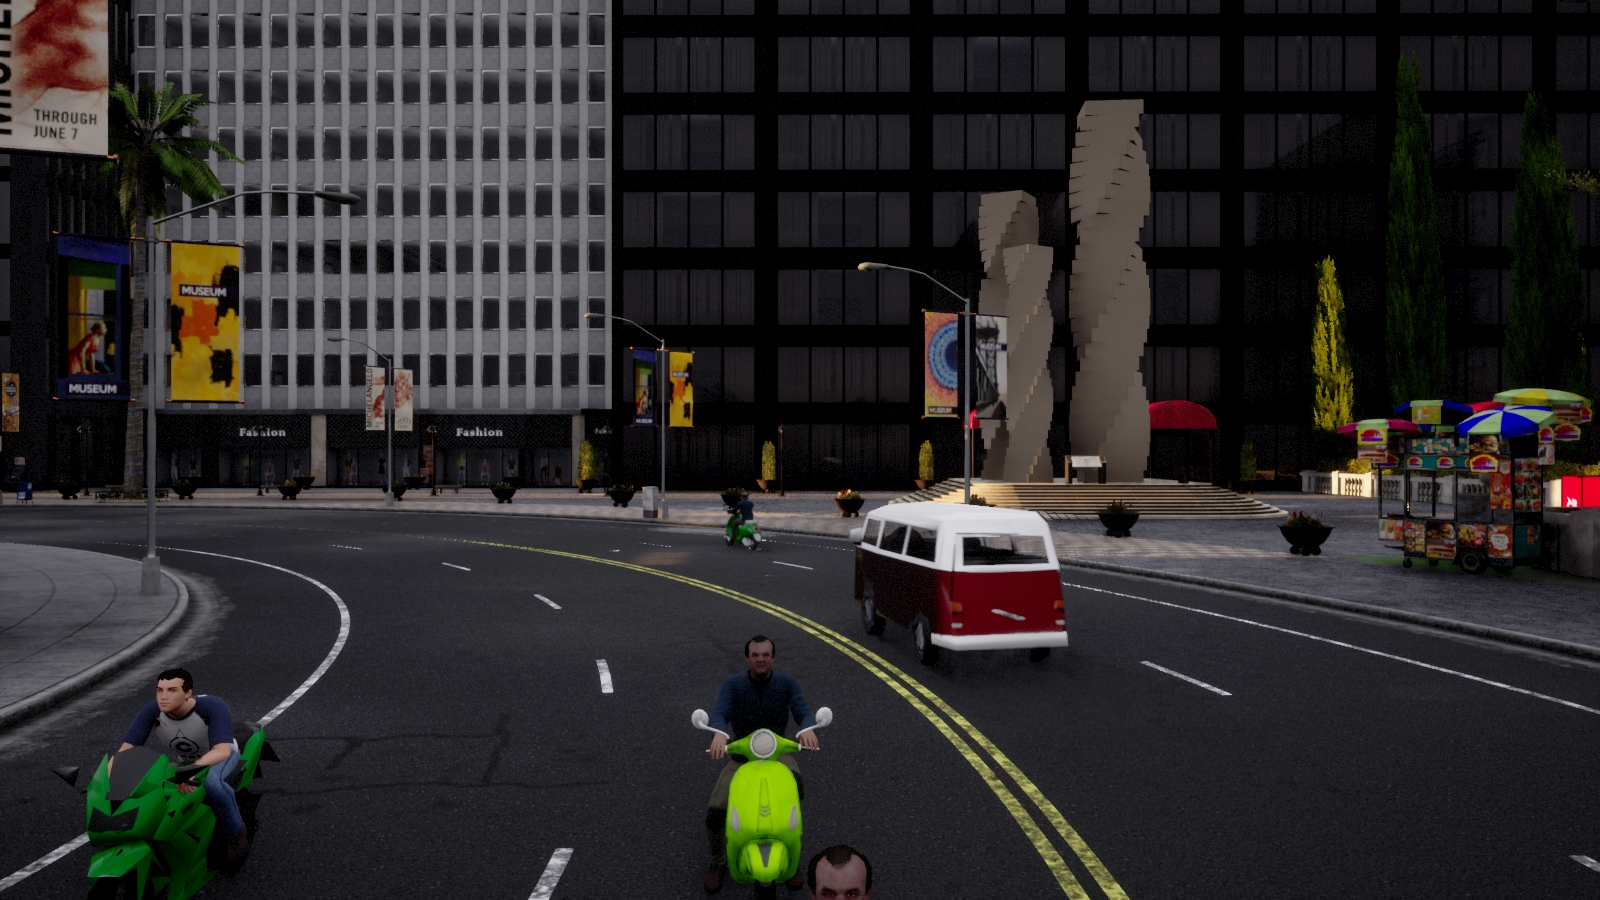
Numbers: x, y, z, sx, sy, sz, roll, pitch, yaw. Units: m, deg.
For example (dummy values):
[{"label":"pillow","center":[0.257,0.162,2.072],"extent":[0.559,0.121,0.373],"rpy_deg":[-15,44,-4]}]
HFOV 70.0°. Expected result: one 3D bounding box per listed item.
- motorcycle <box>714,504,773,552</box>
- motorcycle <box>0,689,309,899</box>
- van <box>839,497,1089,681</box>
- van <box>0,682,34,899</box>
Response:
[{"label":"motorcycle","center":[-1.615,2.182,32.331],"extent":[0.856,1.236,1.805],"rpy_deg":[0,0,-33]},{"label":"motorcycle","center":[-3.697,2.213,6.785],"extent":[0.803,1.145,2.033],"rpy_deg":[0,0,-4]},{"label":"van","center":[2.118,1.782,16.251],"extent":[2.069,2.038,4.480],"rpy_deg":[0,0,-12]},{"label":"van","center":[-3.531,1.783,1.506],"extent":[2.069,2.038,4.480],"rpy_deg":[0,0,-1]}]
